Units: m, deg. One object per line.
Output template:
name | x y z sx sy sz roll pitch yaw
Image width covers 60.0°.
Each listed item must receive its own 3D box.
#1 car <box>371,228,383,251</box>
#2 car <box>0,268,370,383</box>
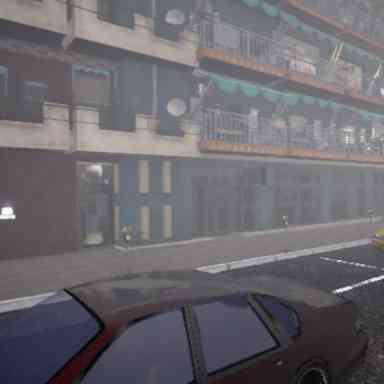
car | 8.694 1.462 12.776 4.829 1.417 1.752 0 -1 -35
car | -0.502 1.542 3.021 5.357 1.411 2.033 0 0 -36
